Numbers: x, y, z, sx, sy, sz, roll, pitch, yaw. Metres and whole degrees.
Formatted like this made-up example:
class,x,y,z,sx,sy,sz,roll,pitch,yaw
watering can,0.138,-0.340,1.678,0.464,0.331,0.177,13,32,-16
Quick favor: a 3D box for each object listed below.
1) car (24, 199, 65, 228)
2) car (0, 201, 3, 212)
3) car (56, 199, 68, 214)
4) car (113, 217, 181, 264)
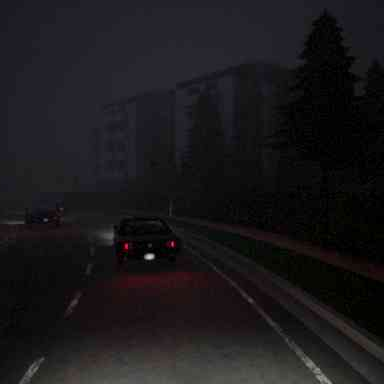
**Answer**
class,x,y,z,sx,sy,sz,roll,pitch,yaw
car,-9.662,1.441,21.424,1.812,1.442,4.674,-1,1,-29
car,-21.836,1.388,35.466,4.902,1.511,2.128,0,1,42
car,-13.801,1.390,32.708,1.812,1.442,4.674,-1,0,-44
car,-1.771,1.533,11.604,1.895,1.301,4.718,0,0,-15
